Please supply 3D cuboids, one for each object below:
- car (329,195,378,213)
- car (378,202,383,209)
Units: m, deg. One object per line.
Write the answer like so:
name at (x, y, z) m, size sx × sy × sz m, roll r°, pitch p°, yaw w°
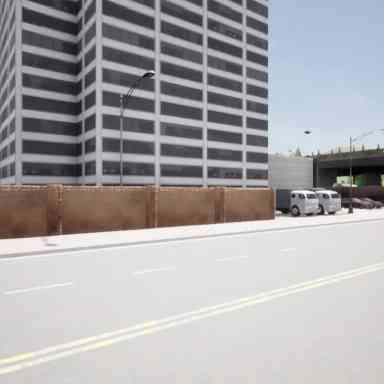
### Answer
car at (20.252, 1.463, 41.897) m, size 1.812 × 1.442 × 4.674 m, roll 0°, pitch 0°, yaw -36°
car at (22.980, 1.501, 44.099) m, size 1.994 × 1.385 × 4.181 m, roll 0°, pitch 0°, yaw -36°
